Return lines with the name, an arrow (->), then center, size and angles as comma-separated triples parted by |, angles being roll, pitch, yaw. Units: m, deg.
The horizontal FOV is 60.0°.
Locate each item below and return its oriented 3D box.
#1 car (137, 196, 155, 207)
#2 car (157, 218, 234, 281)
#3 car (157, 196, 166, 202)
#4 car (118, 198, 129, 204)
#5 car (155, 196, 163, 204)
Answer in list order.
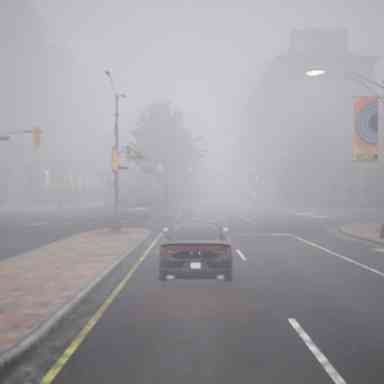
car -> -7.890, 1.660, 54.916 | 2.128, 1.511, 4.902 | 0, 0, 1
car -> 0.107, 1.509, 9.948 | 1.882, 1.535, 5.008 | 0, 0, 1
car -> -7.735, 1.786, 85.135 | 1.812, 1.442, 4.674 | 0, 0, 0
car -> -14.535, 1.807, 69.315 | 1.895, 1.301, 4.718 | 0, 0, 0
car -> -7.783, 1.716, 70.108 | 1.837, 1.490, 4.892 | 0, 0, 0
